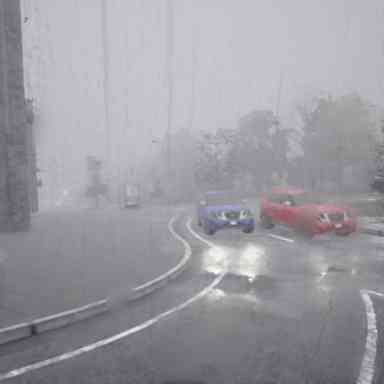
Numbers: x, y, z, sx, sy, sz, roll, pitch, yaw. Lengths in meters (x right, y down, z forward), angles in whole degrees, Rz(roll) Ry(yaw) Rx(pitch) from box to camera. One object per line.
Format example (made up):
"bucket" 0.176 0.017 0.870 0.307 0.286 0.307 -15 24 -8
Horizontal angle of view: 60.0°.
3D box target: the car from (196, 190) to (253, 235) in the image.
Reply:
"car" 1.533 0.965 17.725 2.150 2.045 5.566 -3 2 -7

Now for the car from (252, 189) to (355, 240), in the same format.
"car" 5.137 0.912 15.842 2.150 2.045 5.566 -3 2 -14
